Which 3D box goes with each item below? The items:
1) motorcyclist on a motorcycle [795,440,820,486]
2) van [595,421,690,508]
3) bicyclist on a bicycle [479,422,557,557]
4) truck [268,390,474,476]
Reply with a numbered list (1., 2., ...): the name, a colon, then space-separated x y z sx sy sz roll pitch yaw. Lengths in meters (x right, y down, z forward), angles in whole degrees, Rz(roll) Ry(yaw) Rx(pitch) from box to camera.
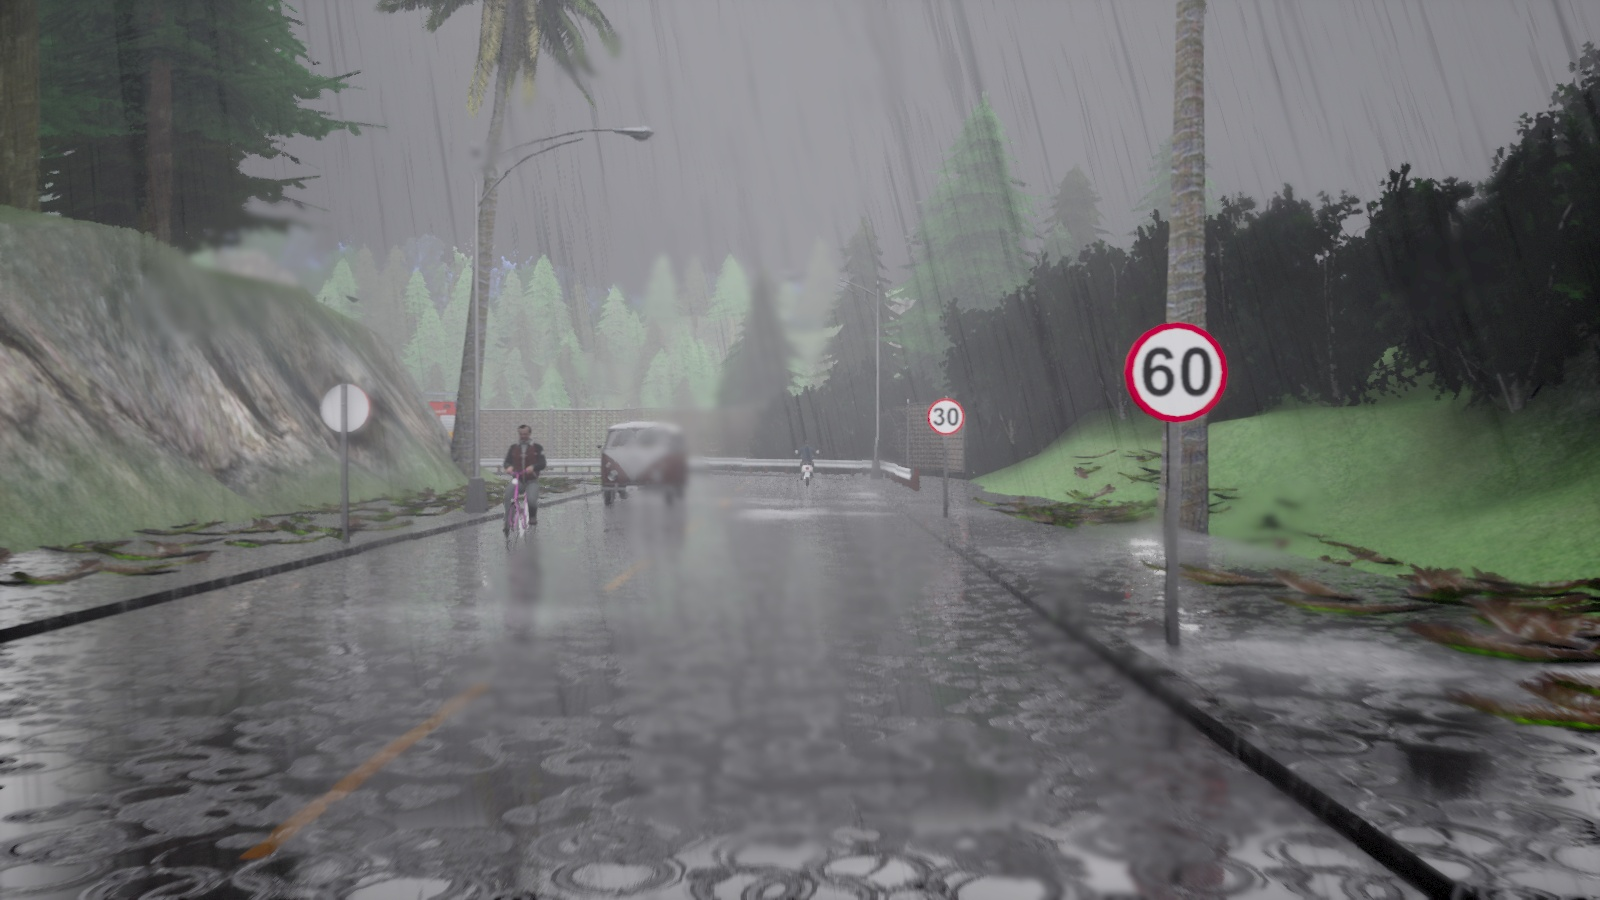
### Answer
1. motorcyclist on a motorcycle: 0.252 0.449 44.581 0.866 1.590 1.817 0 0 0
2. van: -3.814 0.321 31.133 1.775 1.987 4.442 0 0 0
3. bicyclist on a bicycle: -3.889 0.516 17.442 0.659 1.776 1.843 0 0 0
4. truck: -19.522 -0.758 57.514 8.468 3.827 2.891 0 0 -1
